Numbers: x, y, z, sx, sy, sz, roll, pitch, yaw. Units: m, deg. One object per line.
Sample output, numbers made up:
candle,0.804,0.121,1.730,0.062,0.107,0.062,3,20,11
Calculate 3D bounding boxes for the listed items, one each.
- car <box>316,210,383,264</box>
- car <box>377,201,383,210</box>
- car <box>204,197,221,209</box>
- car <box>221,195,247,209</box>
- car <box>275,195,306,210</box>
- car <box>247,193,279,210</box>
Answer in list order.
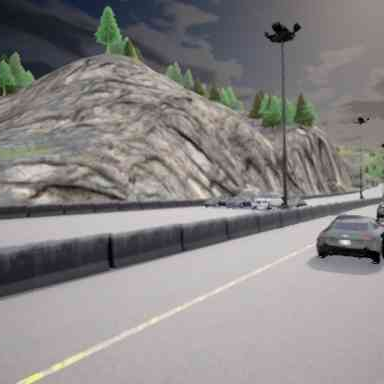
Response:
car,5.947,1.543,12.067,1.994,1.385,4.181,0,0,35
car,15.401,1.443,25.602,2.128,1.511,4.902,0,0,35
car,3.454,1.448,45.471,1.837,1.490,4.892,0,0,35
car,6.202,1.292,43.297,2.097,1.767,4.553,0,0,35
car,12.093,1.430,39.512,2.128,1.511,4.902,0,0,35
car,9.420,1.163,41.796,2.150,2.045,5.566,0,0,35
